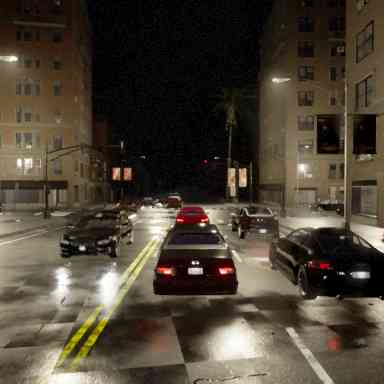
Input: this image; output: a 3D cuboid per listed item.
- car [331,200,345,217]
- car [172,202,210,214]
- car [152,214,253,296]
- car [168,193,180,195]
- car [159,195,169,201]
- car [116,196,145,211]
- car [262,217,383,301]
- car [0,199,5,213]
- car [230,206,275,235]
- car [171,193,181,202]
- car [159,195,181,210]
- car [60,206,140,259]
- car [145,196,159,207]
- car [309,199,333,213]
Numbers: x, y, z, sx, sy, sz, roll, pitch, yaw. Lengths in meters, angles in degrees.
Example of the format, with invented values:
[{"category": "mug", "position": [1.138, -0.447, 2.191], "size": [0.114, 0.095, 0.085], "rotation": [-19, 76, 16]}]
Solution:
[{"category": "car", "position": [16.065, 1.762, 31.810], "size": [4.313, 1.339, 1.947], "rotation": [0, 0, 0]}, {"category": "car", "position": [0.015, 1.523, 18.349], "size": [1.812, 1.442, 4.674], "rotation": [0, 0, 0]}, {"category": "car", "position": [0.051, 1.546, 8.822], "size": [2.033, 1.411, 5.357], "rotation": [0, 0, 0]}, {"category": "car", "position": [-3.604, 1.210, 63.170], "size": [2.150, 2.045, 5.566], "rotation": [0, 0, 0]}, {"category": "car", "position": [-6.884, 1.468, 82.296], "size": [2.033, 1.411, 5.357], "rotation": [0, 0, 0]}, {"category": "car", "position": [-6.755, 1.303, 35.822], "size": [2.097, 1.767, 4.553], "rotation": [1, 1, 0]}, {"category": "car", "position": [3.270, 1.562, 8.392], "size": [1.994, 1.385, 4.181], "rotation": [0, 0, 1]}, {"category": "car", "position": [-20.513, 1.397, 31.826], "size": [4.674, 1.442, 1.812], "rotation": [0, 1, -8]}, {"category": "car", "position": [3.170, 1.502, 17.305], "size": [1.837, 1.490, 4.892], "rotation": [0, 0, 0]}, {"category": "car", "position": [-3.601, 1.203, 75.184], "size": [2.150, 2.045, 5.566], "rotation": [0, 0, 0]}, {"category": "car", "position": [-2.664, 1.460, 43.434], "size": [1.882, 1.535, 5.008], "rotation": [0, 0, -12]}, {"category": "car", "position": [-3.410, 1.503, 12.736], "size": [1.837, 1.490, 4.892], "rotation": [0, 0, 0]}, {"category": "car", "position": [-6.844, 1.556, 52.433], "size": [1.994, 1.385, 4.181], "rotation": [0, 0, -1]}, {"category": "car", "position": [15.845, 1.601, 37.749], "size": [4.902, 1.511, 2.128], "rotation": [0, 1, 2]}]
